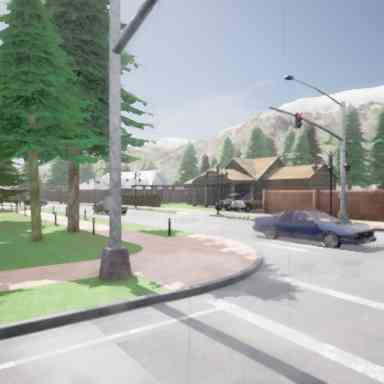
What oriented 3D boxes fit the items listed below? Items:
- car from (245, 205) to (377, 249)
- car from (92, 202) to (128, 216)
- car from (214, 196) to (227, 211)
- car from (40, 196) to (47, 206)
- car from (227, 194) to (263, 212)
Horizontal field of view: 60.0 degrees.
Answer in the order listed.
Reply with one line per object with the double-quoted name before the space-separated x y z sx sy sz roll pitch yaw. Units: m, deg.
"car" 5.164 1.525 14.913 2.033 1.411 5.357 0 0 -37
"car" -8.008 1.575 32.431 1.895 1.301 4.718 0 0 -37
"car" 4.411 1.137 36.606 3.866 1.878 1.905 0 0 -37
"car" -24.595 1.328 52.407 4.553 1.767 2.097 0 0 44
"car" 6.233 1.135 34.831 4.605 1.855 1.932 0 0 -37
